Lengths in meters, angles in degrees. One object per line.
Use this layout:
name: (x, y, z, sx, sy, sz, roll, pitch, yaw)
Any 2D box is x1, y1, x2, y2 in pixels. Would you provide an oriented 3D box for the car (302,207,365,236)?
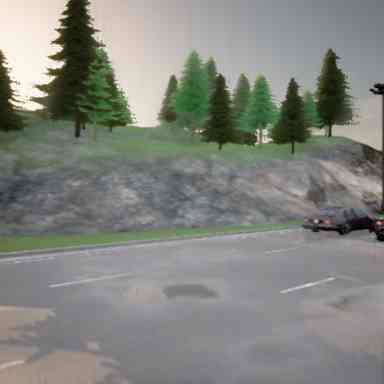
car: (8.319, 1.538, 18.275, 5.357, 1.411, 2.033, 0, 0, -36)

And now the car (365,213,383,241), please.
car: (10.197, 1.517, 15.316, 4.674, 1.442, 1.812, 0, 0, -35)
